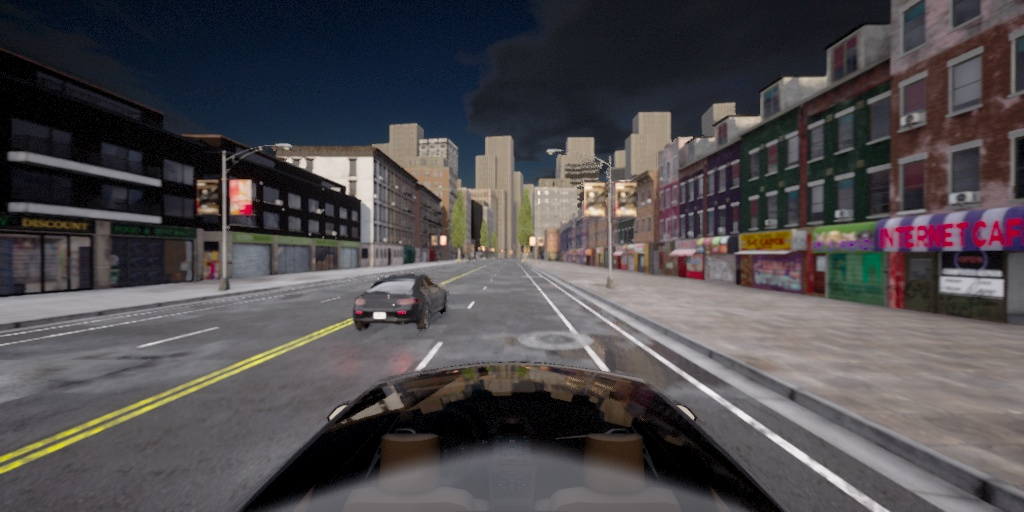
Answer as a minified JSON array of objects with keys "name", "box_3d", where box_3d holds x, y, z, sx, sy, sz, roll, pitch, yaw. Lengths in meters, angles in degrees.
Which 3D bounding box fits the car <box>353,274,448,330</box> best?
[{"name":"car","box_3d":[-3.157,1.251,10.854,1.812,1.442,4.674,0,0,0]}]
